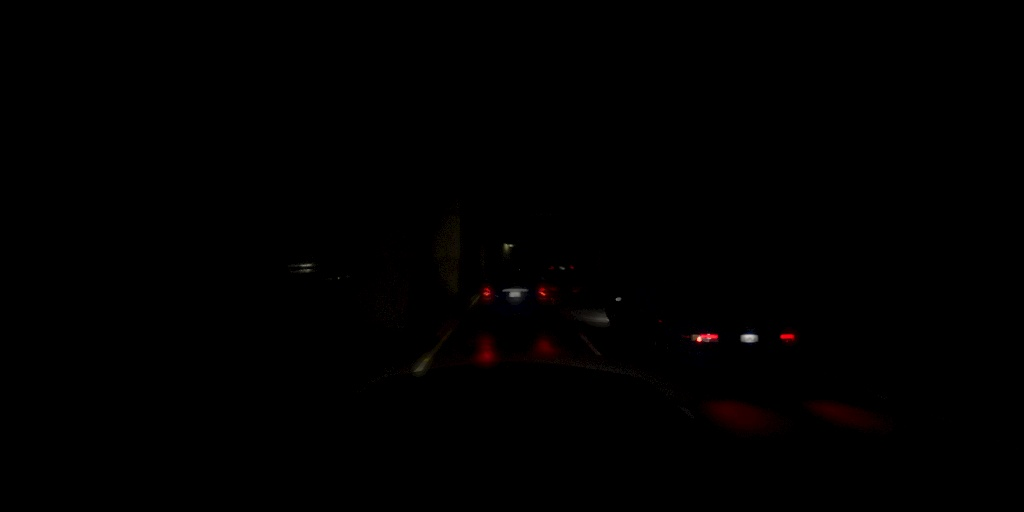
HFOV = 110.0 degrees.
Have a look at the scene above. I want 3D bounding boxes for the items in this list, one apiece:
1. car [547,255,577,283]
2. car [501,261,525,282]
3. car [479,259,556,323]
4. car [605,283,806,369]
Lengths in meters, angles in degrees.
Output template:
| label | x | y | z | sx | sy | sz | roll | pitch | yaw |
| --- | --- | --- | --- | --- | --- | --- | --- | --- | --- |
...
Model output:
| label | x | y | z | sx | sy | sz | roll | pitch | yaw |
| --- | --- | --- | --- | --- | --- | --- | --- | --- | --- |
| car | 3.590 | 0.967 | 27.880 | 2.150 | 2.045 | 5.566 | 0 | 0 | 0 |
| car | 0.090 | 1.222 | 30.283 | 1.882 | 1.535 | 5.008 | 0 | 0 | 0 |
| car | 0.096 | 1.100 | 12.192 | 2.097 | 1.767 | 4.553 | 0 | 0 | 0 |
| car | 3.598 | 1.296 | 7.948 | 2.033 | 1.411 | 5.357 | 0 | 0 | 0 |
